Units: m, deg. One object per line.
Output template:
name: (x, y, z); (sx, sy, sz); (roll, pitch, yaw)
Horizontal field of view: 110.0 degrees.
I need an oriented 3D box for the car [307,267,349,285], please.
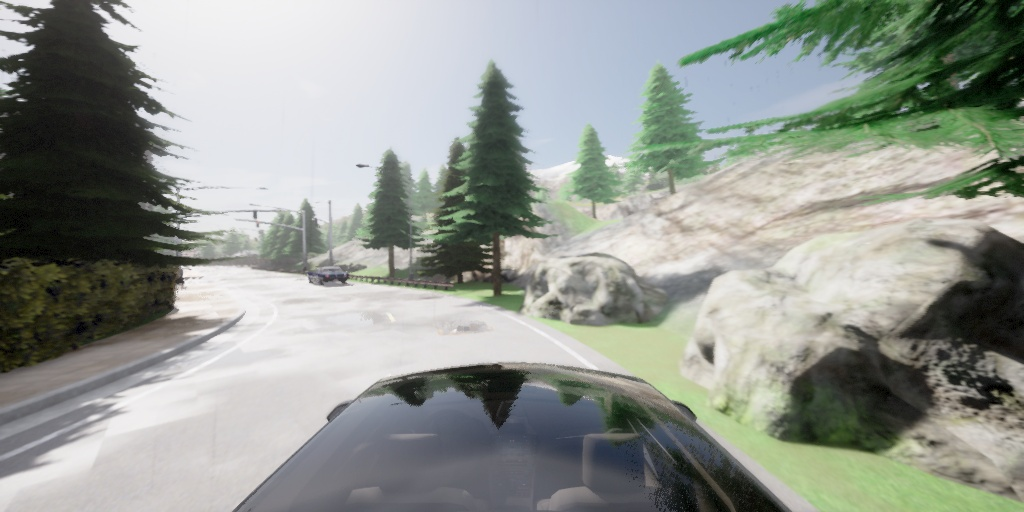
car: (-14.338, 1.509, 27.795); (1.895, 1.301, 4.718); (-1, 0, -43)
